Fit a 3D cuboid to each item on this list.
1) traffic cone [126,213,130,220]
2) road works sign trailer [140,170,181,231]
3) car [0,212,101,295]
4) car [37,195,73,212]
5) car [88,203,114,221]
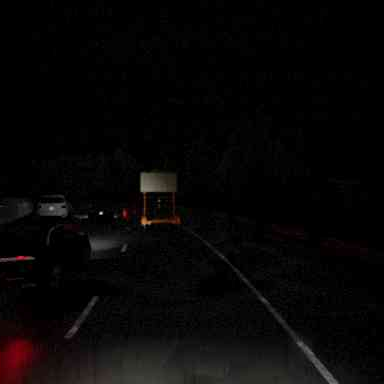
[{"bbox_3d":[-5.250,1.954,27.252,0.340,0.580,0.340,0,0,-14],"label":"traffic cone"},{"bbox_3d":[-2.097,0.458,20.829,2.380,3.560,2.880,0,0,-14],"label":"road works sign trailer"},{"bbox_3d":[-4.000,1.497,8.625,2.128,1.511,4.902,0,0,-5],"label":"car"},{"bbox_3d":[-10.788,1.236,26.422,2.150,2.045,5.566,0,0,-16],"label":"car"},{"bbox_3d":[-7.430,1.568,27.142,1.994,1.385,4.181,0,0,-15],"label":"car"}]
